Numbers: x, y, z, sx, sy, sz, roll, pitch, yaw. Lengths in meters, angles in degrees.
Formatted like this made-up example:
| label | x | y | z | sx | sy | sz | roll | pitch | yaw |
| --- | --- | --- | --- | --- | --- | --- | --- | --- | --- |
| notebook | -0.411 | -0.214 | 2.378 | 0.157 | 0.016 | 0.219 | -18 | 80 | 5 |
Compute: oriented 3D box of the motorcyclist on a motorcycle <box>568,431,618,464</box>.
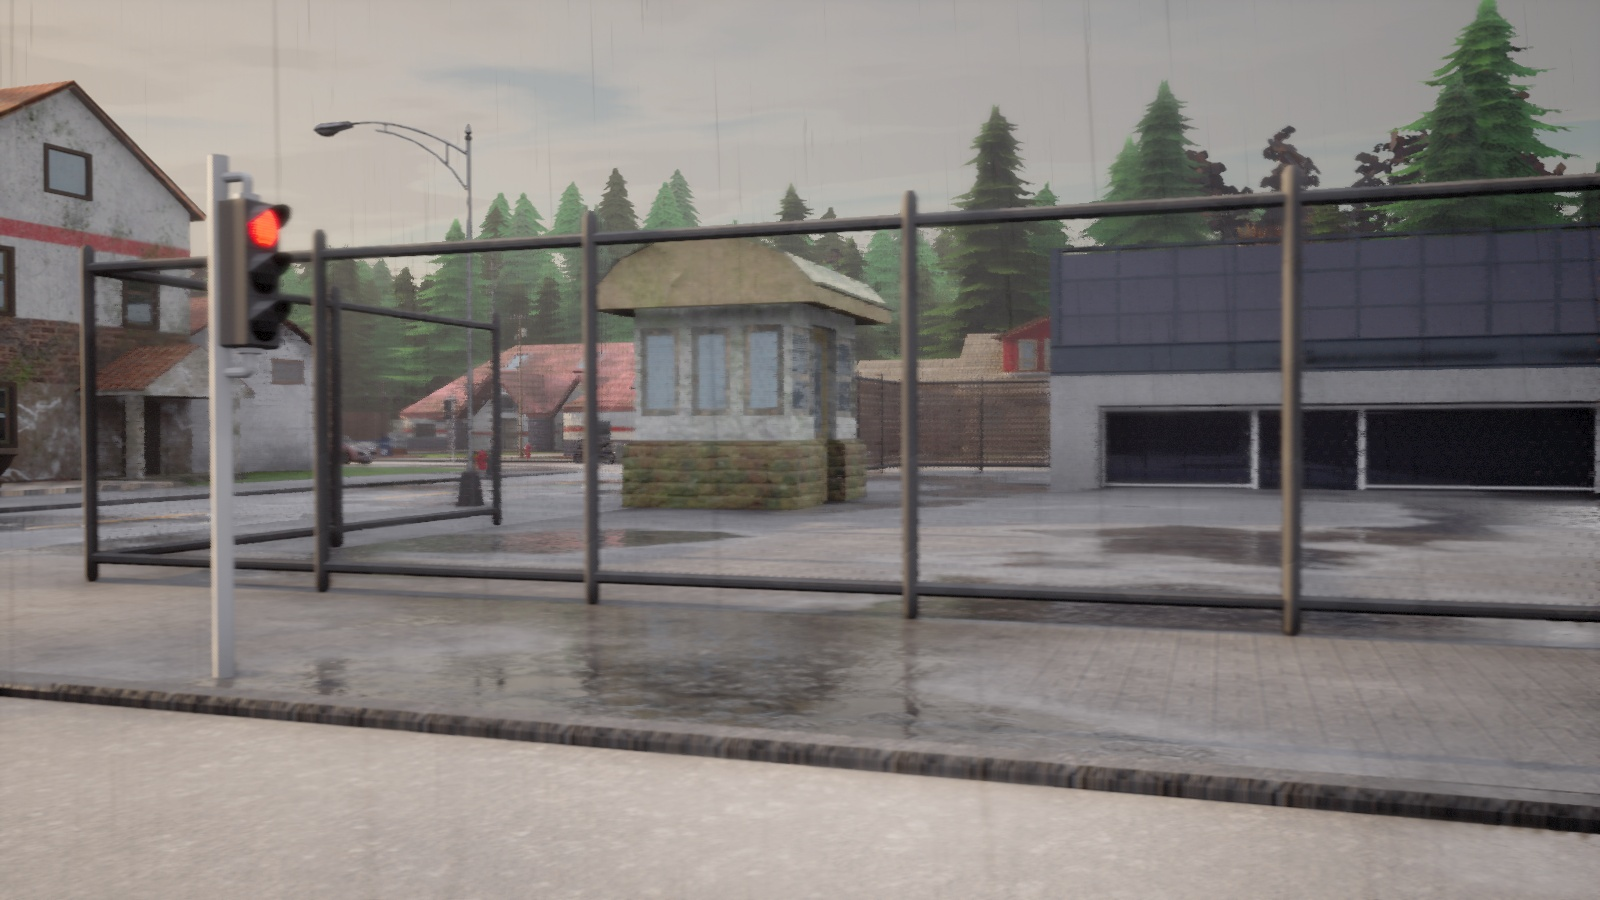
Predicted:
| label | x | y | z | sx | sy | sz | roll | pitch | yaw |
| --- | --- | --- | --- | --- | --- | --- | --- | --- | --- |
| motorcyclist on a motorcycle | -9.757 | -0.122 | 59.112 | 2.191 | 1.530 | 0.866 | 1 | 1 | 20 |

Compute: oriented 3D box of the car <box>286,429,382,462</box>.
| label | x | y | z | sx | sy | sz | roll | pitch | yaw |
| --- | --- | --- | --- | --- | --- | --- | --- | --- | --- |
| car | -21.825 | -0.233 | 58.873 | 3.806 | 1.475 | 1.970 | 1 | 1 | 18 |
